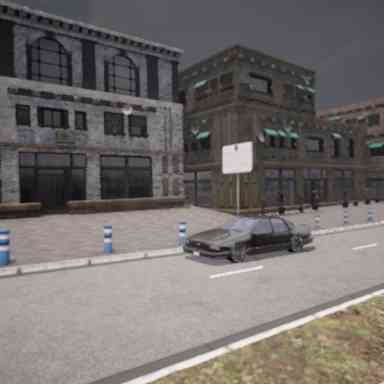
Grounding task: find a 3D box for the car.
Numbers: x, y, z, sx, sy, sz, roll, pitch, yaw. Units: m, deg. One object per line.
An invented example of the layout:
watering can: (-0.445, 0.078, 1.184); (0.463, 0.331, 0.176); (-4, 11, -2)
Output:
car: (2.283, 1.587, 12.218); (5.357, 1.411, 2.033); (0, 0, -36)
